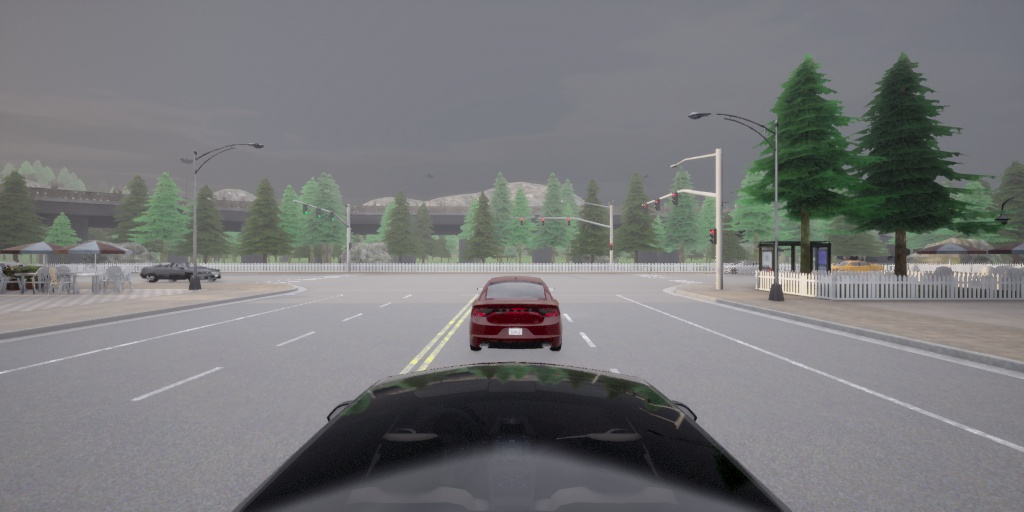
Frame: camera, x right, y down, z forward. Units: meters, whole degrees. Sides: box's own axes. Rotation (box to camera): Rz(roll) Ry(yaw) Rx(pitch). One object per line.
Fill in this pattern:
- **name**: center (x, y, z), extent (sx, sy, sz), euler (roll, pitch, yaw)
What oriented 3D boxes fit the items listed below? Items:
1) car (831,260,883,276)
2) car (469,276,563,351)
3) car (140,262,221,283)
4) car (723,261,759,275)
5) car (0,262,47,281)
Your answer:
- **car**: center (30.989, 1.172, 33.013), extent (5.008, 1.535, 1.882), euler (0, 0, 2)
- **car**: center (0.100, 1.228, 9.014), extent (1.882, 1.535, 5.008), euler (0, 0, 1)
- **car**: center (-24.146, 1.186, 26.259), extent (4.902, 1.511, 2.128), euler (0, 0, -2)
- **car**: center (23.736, 1.220, 36.645), extent (4.674, 1.442, 1.812), euler (0, 0, 1)
- **car**: center (-36.524, 1.172, 26.103), extent (5.008, 1.535, 1.882), euler (0, 0, -4)
